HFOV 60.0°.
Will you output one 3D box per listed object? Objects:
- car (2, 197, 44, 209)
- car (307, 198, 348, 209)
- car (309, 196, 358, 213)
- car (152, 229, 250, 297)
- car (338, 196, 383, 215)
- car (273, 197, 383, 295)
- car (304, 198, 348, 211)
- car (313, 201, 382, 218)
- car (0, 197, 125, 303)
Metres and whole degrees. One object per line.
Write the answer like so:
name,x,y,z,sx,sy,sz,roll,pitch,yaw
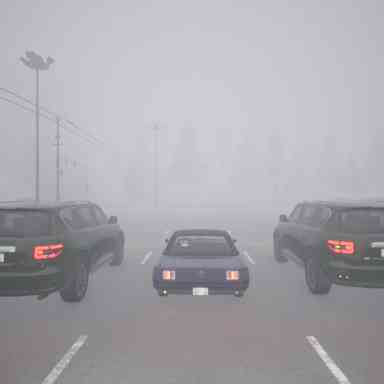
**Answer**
car,-22.797,1.504,44.963,4.892,1.490,1.837,0,0,4
car,17.931,1.524,44.156,4.674,1.442,1.812,0,0,2
car,15.724,1.350,37.210,4.553,1.767,2.097,0,0,2
car,0.224,1.601,8.537,1.895,1.301,4.718,0,0,1
car,17.514,1.350,33.660,4.553,1.767,2.097,0,0,2
car,3.730,1.221,8.848,2.150,2.045,5.566,0,0,1
car,16.348,1.524,40.696,4.674,1.442,1.812,0,0,2
car,14.030,1.547,30.255,5.357,1.411,2.033,0,0,2
car,-3.283,1.221,8.379,2.150,2.045,5.566,0,0,1
